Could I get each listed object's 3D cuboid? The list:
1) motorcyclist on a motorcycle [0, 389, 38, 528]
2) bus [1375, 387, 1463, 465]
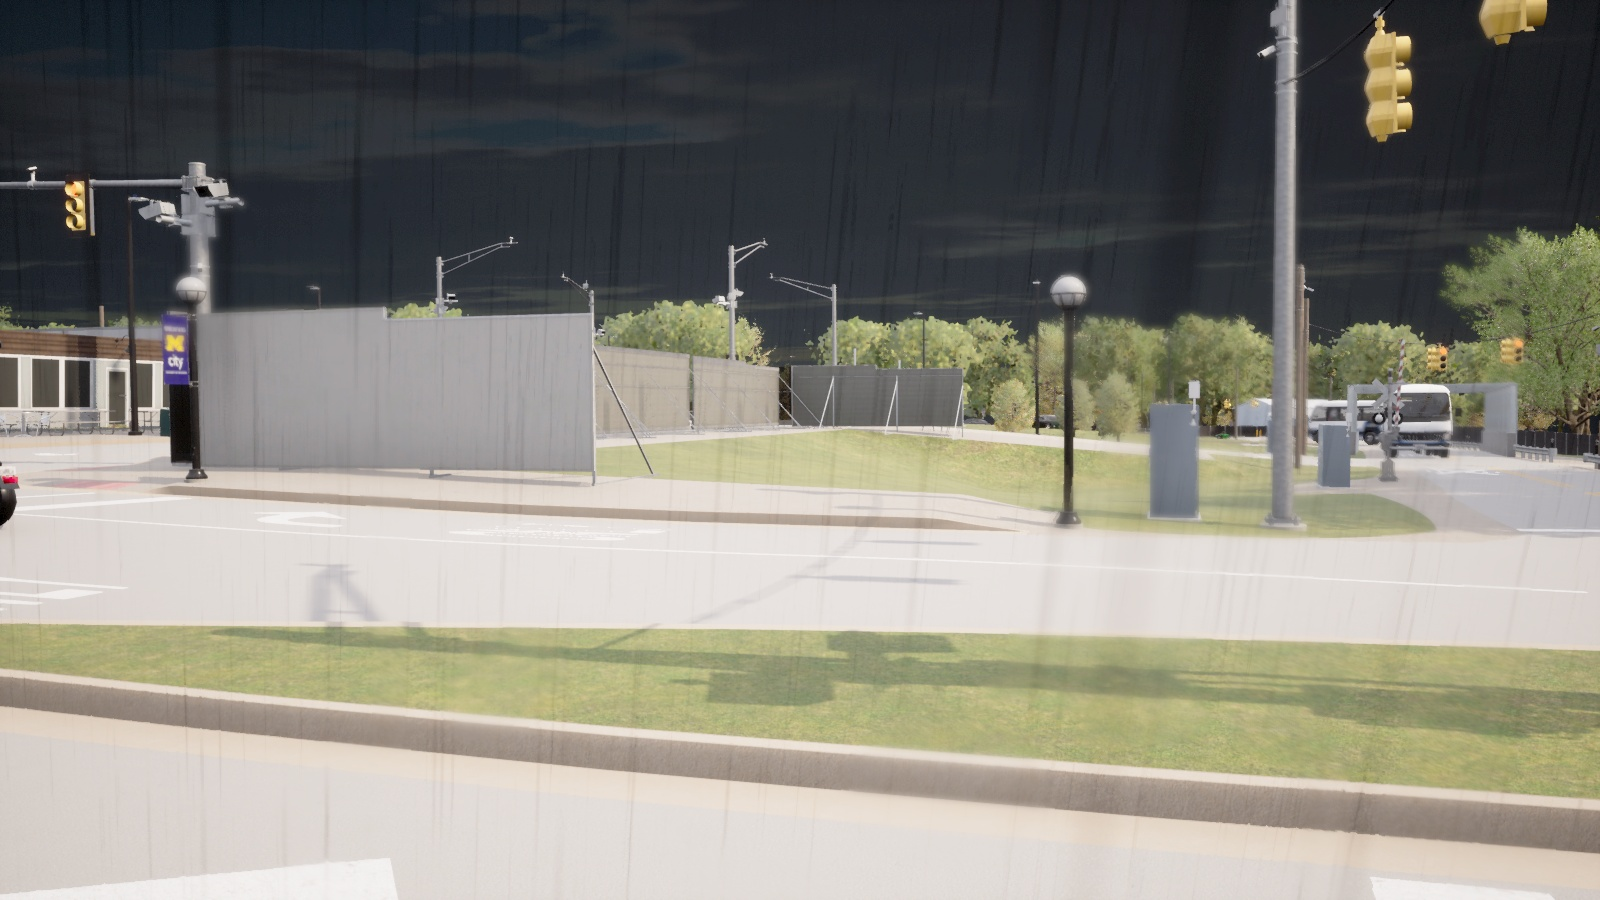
[{"bbox_3d":[-10.607,0.053,15.367,2.350,1.649,0.766,2,2,15],"label":"motorcyclist on a motorcycle"},{"bbox_3d":[36.214,-1.412,73.813,3.944,4.253,10.273,1,1,23],"label":"bus"}]
